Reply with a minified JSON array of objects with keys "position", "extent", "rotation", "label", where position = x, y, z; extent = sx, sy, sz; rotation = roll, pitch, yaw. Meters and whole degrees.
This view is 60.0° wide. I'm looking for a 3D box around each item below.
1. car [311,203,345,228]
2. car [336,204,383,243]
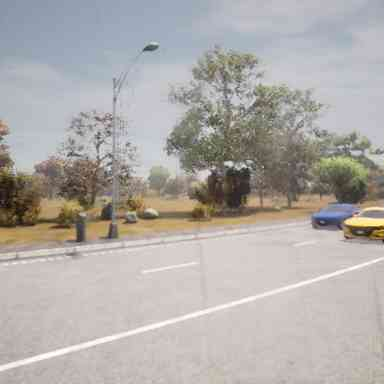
[{"position":[9.488,1.508,21.406],"extent":[5.008,1.535,1.882],"rotation":[0,0,-44],"label":"car"},{"position":[9.225,1.502,16.354],"extent":[5.008,1.535,1.882],"rotation":[0,0,-43],"label":"car"}]
